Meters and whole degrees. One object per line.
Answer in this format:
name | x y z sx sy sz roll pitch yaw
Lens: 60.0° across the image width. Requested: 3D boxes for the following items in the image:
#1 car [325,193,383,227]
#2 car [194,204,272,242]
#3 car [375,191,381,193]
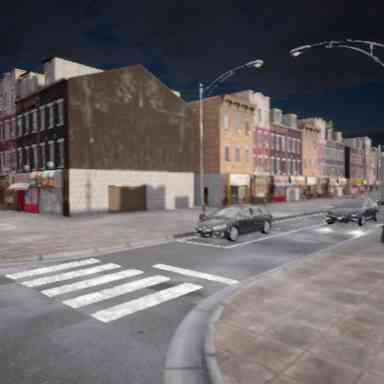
car | 9.204 1.046 18.911 1.837 1.490 4.892 0 1 42
car | 1.933 1.253 14.640 2.008 1.369 4.403 0 1 42
car | 17.148 0.685 31.500 1.967 1.590 4.097 0 1 42
